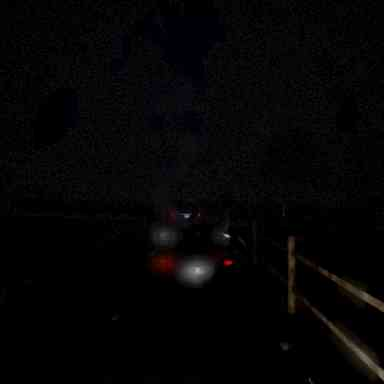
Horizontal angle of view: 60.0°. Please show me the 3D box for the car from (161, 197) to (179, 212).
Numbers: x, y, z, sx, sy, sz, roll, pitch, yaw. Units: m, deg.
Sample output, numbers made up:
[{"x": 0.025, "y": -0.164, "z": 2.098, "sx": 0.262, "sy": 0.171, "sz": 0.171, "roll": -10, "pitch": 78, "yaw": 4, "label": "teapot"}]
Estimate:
[{"x": -2.820, "y": 1.589, "z": 44.144, "sx": 2.097, "sy": 1.767, "sz": 4.553, "roll": 0, "pitch": 0, "yaw": -1, "label": "car"}]

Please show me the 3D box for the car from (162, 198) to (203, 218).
[{"x": -0.680, "y": 1.461, "z": 21.483, "sx": 2.097, "sy": 1.767, "sz": 4.553, "roll": 0, "pitch": 0, "yaw": -10, "label": "car"}]

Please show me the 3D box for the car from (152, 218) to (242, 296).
[{"x": 0.096, "y": 1.605, "z": 8.794, "sx": 1.994, "sy": 1.385, "sz": 4.181, "roll": 0, "pitch": 0, "yaw": 0, "label": "car"}]

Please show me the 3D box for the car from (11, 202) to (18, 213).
[{"x": -17.019, "y": 1.026, "z": 27.548, "sx": 4.902, "sy": 1.511, "sz": 2.128, "roll": 2, "pitch": 0, "yaw": 0, "label": "car"}]

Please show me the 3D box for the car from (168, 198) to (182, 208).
[{"x": -2.839, "y": 1.793, "z": 55.680, "sx": 2.128, "sy": 1.511, "sz": 4.902, "roll": 0, "pitch": 0, "yaw": 0, "label": "car"}]

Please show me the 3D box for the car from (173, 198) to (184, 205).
[{"x": -2.766, "y": 1.948, "z": 69.657, "sx": 1.994, "sy": 1.385, "sz": 4.181, "roll": 0, "pitch": 0, "yaw": 0, "label": "car"}]

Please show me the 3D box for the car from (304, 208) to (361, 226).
[{"x": 12.829, "y": 2.211, "z": 30.497, "sx": 4.892, "sy": 1.490, "sz": 1.837, "roll": 2, "pitch": 0, "yaw": -1, "label": "car"}]
